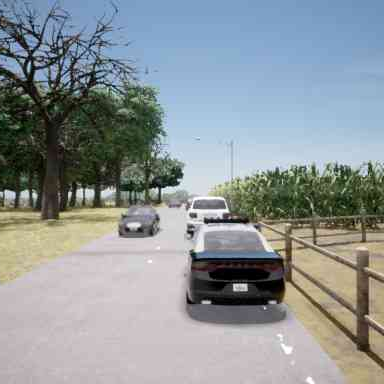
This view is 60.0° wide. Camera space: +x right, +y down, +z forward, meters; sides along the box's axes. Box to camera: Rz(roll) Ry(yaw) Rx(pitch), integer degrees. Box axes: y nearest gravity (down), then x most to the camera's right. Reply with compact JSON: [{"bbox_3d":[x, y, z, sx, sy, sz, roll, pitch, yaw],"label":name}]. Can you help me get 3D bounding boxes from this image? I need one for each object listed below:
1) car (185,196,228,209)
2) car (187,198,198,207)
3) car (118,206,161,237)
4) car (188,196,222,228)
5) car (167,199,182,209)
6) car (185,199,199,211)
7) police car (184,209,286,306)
[{"bbox_3d":[0.842,1.280,18.217,2.150,2.045,5.566,0,0,0],"label":"car"},{"bbox_3d":[0.056,1.879,59.198,1.837,1.490,4.892,0,-1,0],"label":"car"},{"bbox_3d":[-2.832,1.549,18.629,2.128,1.511,4.902,0,0,0],"label":"car"},{"bbox_3d":[0.847,1.314,24.219,2.150,2.045,5.566,0,0,0],"label":"car"},{"bbox_3d":[-2.701,1.804,51.746,1.812,1.442,4.674,0,-1,0],"label":"car"},{"bbox_3d":[0.066,1.758,46.295,1.812,1.442,4.674,0,0,1],"label":"car"},{"bbox_3d":[0.832,1.440,8.290,1.930,1.638,5.238,0,0,0],"label":"police car"}]
